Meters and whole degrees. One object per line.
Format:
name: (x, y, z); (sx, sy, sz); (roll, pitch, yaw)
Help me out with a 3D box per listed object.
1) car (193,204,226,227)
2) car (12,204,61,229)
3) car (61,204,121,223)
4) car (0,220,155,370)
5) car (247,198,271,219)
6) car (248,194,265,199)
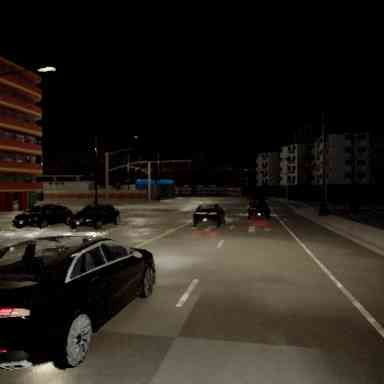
car: (1.288, 1.585, 23.717); (2.128, 1.511, 4.902); (0, 0, 11)
car: (-9.851, 1.612, 22.378); (1.837, 1.490, 4.892); (0, 0, 11)
car: (-6.337, 1.604, 22.122); (1.837, 1.490, 4.892); (0, 0, 11)
car: (-2.083, 1.516, 5.853); (2.128, 1.511, 4.902); (0, 0, 11)
car: (6.096, 1.609, 30.330); (1.837, 1.490, 4.892); (0, 0, 11)
car: (8.305, 1.301, 42.008); (2.150, 2.045, 5.566); (0, 0, 11)
